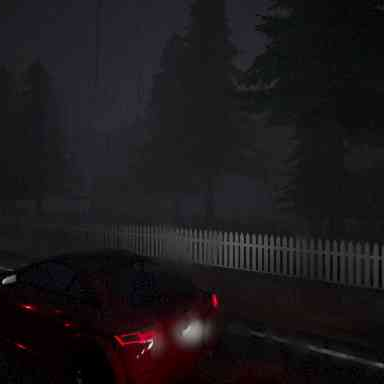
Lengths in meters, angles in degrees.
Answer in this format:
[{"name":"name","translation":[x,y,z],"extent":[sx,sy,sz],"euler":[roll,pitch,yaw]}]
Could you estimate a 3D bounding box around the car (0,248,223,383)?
[{"name":"car","translation":[-1.644,1.564,4.963],"extent":[4.181,1.385,1.994],"euler":[0,0,35]}]
